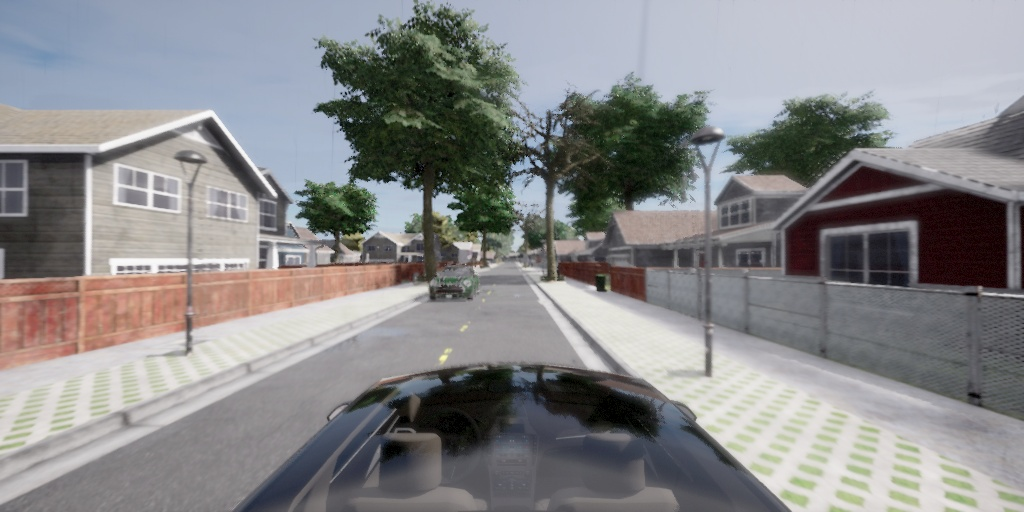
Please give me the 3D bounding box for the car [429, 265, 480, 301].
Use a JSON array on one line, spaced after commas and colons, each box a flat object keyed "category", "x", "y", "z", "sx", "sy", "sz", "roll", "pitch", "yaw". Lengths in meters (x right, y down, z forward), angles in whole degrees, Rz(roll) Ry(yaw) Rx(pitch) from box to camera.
[{"category": "car", "x": -2.847, "y": 1.270, "z": 18.552, "sx": 2.097, "sy": 1.767, "sz": 4.553, "roll": 0, "pitch": -1, "yaw": 0}]
